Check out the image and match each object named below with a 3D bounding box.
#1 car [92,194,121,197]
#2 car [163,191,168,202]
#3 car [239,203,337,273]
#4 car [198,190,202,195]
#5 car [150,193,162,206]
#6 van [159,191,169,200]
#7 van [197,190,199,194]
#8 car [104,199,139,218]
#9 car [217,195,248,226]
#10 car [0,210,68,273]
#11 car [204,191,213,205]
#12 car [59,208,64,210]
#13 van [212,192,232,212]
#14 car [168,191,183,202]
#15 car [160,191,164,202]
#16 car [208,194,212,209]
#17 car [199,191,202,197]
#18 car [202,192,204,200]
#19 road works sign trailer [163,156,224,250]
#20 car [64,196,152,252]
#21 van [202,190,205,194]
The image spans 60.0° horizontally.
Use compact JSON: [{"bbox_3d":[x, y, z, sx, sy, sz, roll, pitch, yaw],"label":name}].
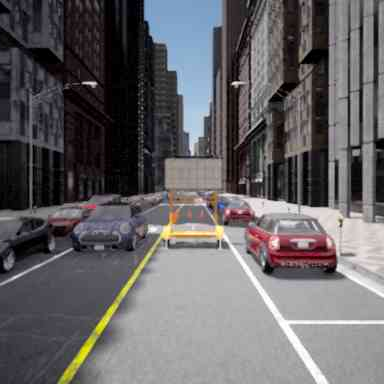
[{"bbox_3d":[-5.686,1.100,21.589,2.192,1.841,5.009,0,1,0],"label":"car"},{"bbox_3d":[-5.571,0.893,55.407,1.967,1.590,4.097,0,1,0],"label":"car"},{"bbox_3d":[2.800,1.337,10.298,1.967,1.590,4.097,0,1,0],"label":"car"},{"bbox_3d":[3.030,0.779,77.936,1.887,1.381,4.507,0,1,0],"label":"car"},{"bbox_3d":[-5.610,1.114,44.136,2.008,1.369,4.403,0,1,0],"label":"car"},{"bbox_3d":[-5.532,0.684,66.678,1.690,1.788,3.998,0,1,0],"label":"van"},{"bbox_3d":[3.088,0.416,94.844,1.690,1.788,3.998,0,1,0],"label":"van"},{"bbox_3d":[-5.668,1.295,27.228,1.947,1.339,4.313,0,1,0],"label":"car"},{"bbox_3d":[2.839,1.226,21.571,1.967,1.590,4.097,0,1,0],"label":"car"},{"bbox_3d":[-5.725,1.462,10.320,1.947,1.339,4.313,0,1,0],"label":"car"},{"bbox_3d":[2.897,0.935,38.479,2.192,1.841,5.009,0,1,0],"label":"car"},{"bbox_3d":[-5.706,1.385,15.955,1.887,1.381,4.507,0,1,0],"label":"car"},{"bbox_3d":[2.858,1.072,27.206,1.690,1.788,3.998,0,1,0],"label":"van"},{"bbox_3d":[-2.807,1.001,56.669,1.837,1.490,4.892,0,1,0],"label":"car"},{"bbox_3d":[-5.591,1.035,49.602,1.752,1.417,4.829,0,1,0],"label":"car"},{"bbox_3d":[2.877,1.220,32.845,1.887,1.381,4.507,0,1,0],"label":"car"},{"bbox_3d":[2.992,0.910,66.664,1.947,1.339,4.313,0,1,0],"label":"car"},{"bbox_3d":[2.934,1.075,49.754,1.947,1.339,4.313,0,1,0],"label":"car"},{"bbox_3d":[0.062,0.328,13.660,2.380,3.560,2.880,0,1,0],"label":"road works sign trailer"},{"bbox_3d":[-3.056,1.220,13.221,2.097,1.767,4.553,0,1,0],"label":"car"},{"bbox_3d":[2.954,0.795,55.388,1.690,1.788,3.998,0,1,0],"label":"van"}]
